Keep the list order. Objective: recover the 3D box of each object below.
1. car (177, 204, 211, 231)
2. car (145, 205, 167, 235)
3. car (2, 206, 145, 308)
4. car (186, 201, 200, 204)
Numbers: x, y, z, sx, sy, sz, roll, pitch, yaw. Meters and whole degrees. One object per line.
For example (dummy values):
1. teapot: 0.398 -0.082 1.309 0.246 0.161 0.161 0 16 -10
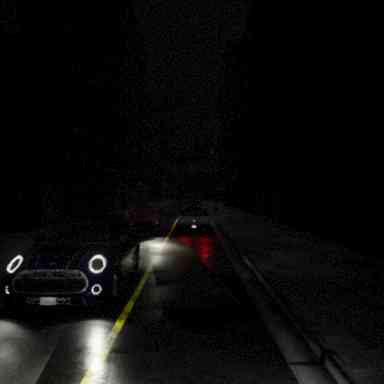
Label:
1. car: 0.109 1.659 20.825 1.895 1.301 4.718 0 0 0
2. car: -2.527 1.531 19.310 1.882 1.535 5.008 0 0 1
3. car: -2.597 1.373 8.223 2.097 1.767 4.553 0 0 0
4. car: 0.132 1.729 41.878 1.895 1.301 4.718 0 0 0
